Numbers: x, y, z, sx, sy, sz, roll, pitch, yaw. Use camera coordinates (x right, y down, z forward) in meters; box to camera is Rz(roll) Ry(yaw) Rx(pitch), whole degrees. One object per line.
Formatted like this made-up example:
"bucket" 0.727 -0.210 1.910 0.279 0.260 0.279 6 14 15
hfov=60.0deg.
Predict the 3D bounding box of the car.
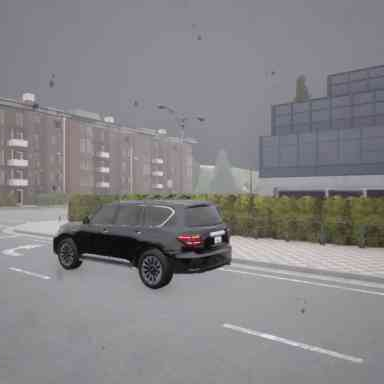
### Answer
"car" -1.573 1.221 9.401 5.566 2.045 2.150 0 0 35
